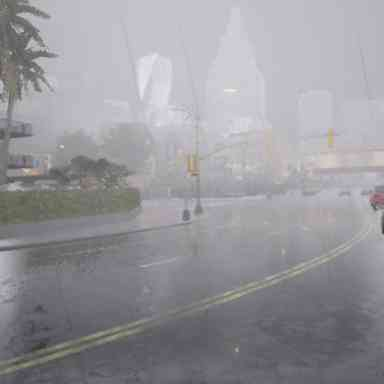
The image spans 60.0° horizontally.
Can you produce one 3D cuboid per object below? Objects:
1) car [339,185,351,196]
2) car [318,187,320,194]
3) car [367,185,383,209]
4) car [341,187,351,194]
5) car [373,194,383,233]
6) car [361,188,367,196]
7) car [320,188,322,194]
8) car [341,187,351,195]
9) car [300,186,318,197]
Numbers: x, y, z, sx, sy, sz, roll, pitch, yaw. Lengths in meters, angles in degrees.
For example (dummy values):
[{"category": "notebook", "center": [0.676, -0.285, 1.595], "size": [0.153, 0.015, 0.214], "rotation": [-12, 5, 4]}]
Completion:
[{"category": "car", "center": [27.653, -0.033, 60.041], "size": [1.882, 1.535, 5.008], "rotation": [-1, 1, 25]}, {"category": "car", "center": [24.943, -0.232, 69.580], "size": [2.185, 1.767, 4.553], "rotation": [-1, 1, 25]}, {"category": "car", "center": [16.998, 0.408, 29.283], "size": [2.150, 2.045, 5.566], "rotation": [-1, 1, 26]}, {"category": "car", "center": [36.435, -0.458, 78.518], "size": [2.128, 1.511, 4.902], "rotation": [-1, 1, 25]}, {"category": "car", "center": [9.927, 1.039, 15.516], "size": [2.128, 1.511, 4.902], "rotation": [-1, 1, 32]}, {"category": "car", "center": [31.688, -0.041, 60.144], "size": [1.994, 1.385, 4.181], "rotation": [-1, 1, 25]}, {"category": "car", "center": [29.599, -0.355, 79.297], "size": [2.231, 1.521, 4.892], "rotation": [-1, 1, 35]}, {"category": "car", "center": [31.958, -0.217, 69.103], "size": [1.812, 1.442, 4.674], "rotation": [-1, 1, 25]}, {"category": "car", "center": [22.316, 0.039, 63.720], "size": [2.097, 1.535, 5.008], "rotation": [-1, 1, 25]}]
